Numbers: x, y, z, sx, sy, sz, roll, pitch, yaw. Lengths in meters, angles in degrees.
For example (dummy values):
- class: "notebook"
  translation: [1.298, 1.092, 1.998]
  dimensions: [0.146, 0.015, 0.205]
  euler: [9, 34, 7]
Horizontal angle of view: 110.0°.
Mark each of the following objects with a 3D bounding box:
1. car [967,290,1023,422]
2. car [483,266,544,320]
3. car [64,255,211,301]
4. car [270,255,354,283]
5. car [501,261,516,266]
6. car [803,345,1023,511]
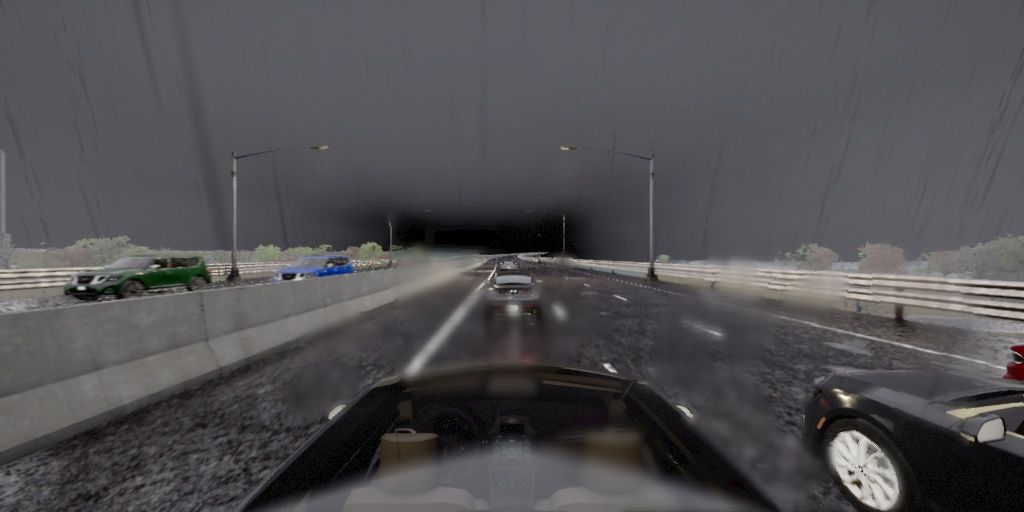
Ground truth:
- class: "car"
  translation: [7.092, 1.226, 2.340]
  dimensions: [1.882, 1.535, 5.008]
  euler: [0, 0, 0]
- class: "car"
  translation: [0.053, 1.249, 12.555]
  dimensions: [1.837, 1.490, 4.892]
  euler: [0, 0, 0]
- class: "car"
  translation: [-17.684, 0.966, 17.470]
  dimensions: [2.150, 2.045, 5.566]
  euler: [0, 0, -1]
- class: "car"
  translation: [-10.708, 0.963, 19.795]
  dimensions: [2.150, 2.045, 5.566]
  euler: [0, 0, -1]
- class: "car"
  translation: [-0.418, 1.285, 43.383]
  dimensions: [1.994, 1.385, 4.181]
  euler: [0, 0, -1]
- class: "car"
  translation: [3.593, 1.254, 1.282]
  dimensions: [1.837, 1.490, 4.892]
  euler: [0, 0, 0]
